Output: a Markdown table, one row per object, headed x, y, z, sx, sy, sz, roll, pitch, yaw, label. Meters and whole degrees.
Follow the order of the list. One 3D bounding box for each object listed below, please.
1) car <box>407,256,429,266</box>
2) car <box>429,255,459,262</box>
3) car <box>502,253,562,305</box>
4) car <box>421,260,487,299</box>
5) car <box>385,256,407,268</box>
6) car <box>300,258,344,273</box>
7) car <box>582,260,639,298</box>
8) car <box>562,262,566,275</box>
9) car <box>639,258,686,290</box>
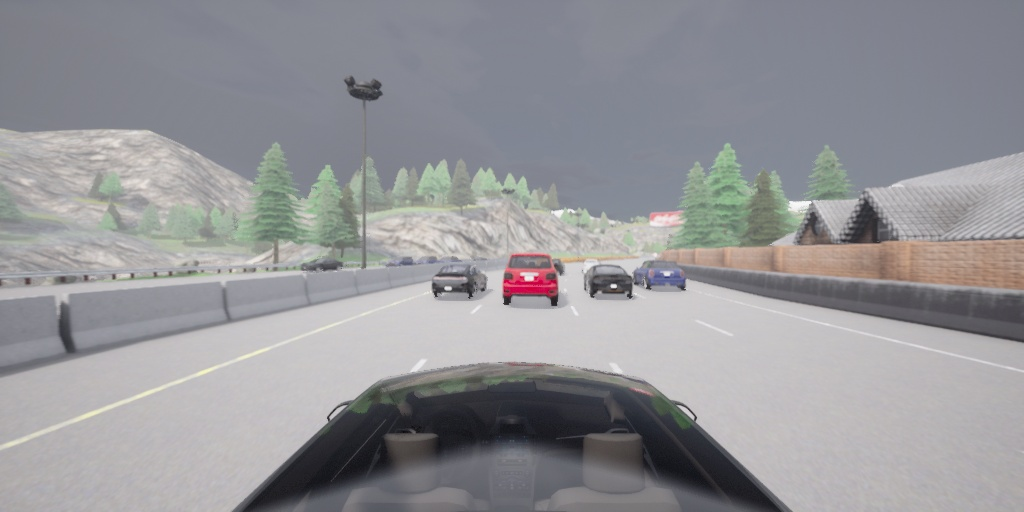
| x | y | z | sx | sy | sz | roll | pitch | yaw | label |
| --- | --- | --- | --- | --- | --- | --- | --- | --- | --- |
| -11.148 | 0.787 | 46.663 | 2.097 | 1.767 | 4.553 | 0 | 0 | 16 | car |
| -8.041 | 0.807 | 44.790 | 2.097 | 1.767 | 4.553 | 0 | 0 | 16 | car |
| 0.889 | 0.886 | 15.596 | 2.150 | 2.045 | 5.566 | 0 | 0 | 6 | car |
| -2.423 | 1.135 | 17.430 | 2.128 | 1.511 | 4.902 | 0 | 0 | 6 | car |
| -14.644 | 0.774 | 47.113 | 2.097 | 1.767 | 4.553 | 0 | 0 | 16 | car |
| -20.380 | 0.938 | 38.652 | 1.882 | 1.535 | 5.008 | 0 | 0 | 13 | car |
| 4.668 | 1.137 | 17.920 | 1.882 | 1.535 | 5.008 | 0 | 0 | 6 | car |
| 4.227 | 1.051 | 35.605 | 1.837 | 1.490 | 4.892 | 0 | 0 | 13 | car |
| 8.662 | 1.000 | 21.446 | 2.097 | 1.767 | 4.553 | 0 | 0 | 8 | car |
